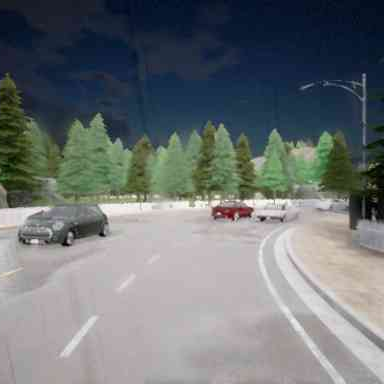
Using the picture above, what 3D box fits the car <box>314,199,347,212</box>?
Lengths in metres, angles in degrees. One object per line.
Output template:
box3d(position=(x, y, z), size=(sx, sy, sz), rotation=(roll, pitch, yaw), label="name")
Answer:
box3d(position=(16.176, 1.496, 38.513), size=(4.674, 1.442, 1.812), rotation=(0, 0, -31), label="car")

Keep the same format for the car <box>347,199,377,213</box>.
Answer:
box3d(position=(19.935, 1.465, 36.582), size=(4.902, 1.511, 2.128), rotation=(0, 0, -27), label="car")

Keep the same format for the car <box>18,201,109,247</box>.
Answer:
box3d(position=(-5.629, 1.340, 15.156), size=(2.097, 1.767, 4.553), rotation=(0, 0, 13), label="car")

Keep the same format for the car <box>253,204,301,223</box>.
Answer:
box3d(position=(6.769, 1.581, 25.617), size=(1.895, 1.301, 4.718), rotation=(0, 0, 36), label="car")

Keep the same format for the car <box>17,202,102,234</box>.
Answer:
box3d(position=(-7.816, 1.475, 20.260), size=(2.128, 1.511, 4.902), rotation=(0, 0, 19), label="car")

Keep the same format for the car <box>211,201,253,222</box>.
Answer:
box3d(position=(3.402, 1.457, 26.782), size=(1.882, 1.535, 5.008), rotation=(0, 0, 35), label="car")
